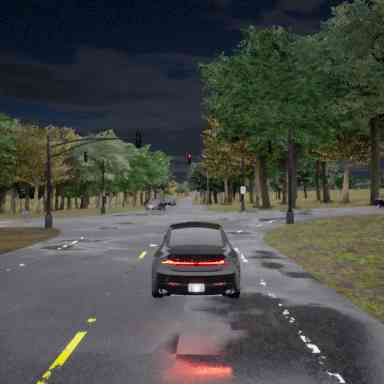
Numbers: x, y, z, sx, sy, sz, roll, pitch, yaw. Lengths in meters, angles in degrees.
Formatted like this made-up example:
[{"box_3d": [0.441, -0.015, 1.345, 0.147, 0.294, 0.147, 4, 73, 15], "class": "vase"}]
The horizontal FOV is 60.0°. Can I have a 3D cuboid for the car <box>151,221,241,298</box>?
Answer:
[{"box_3d": [0.084, 1.508, 8.517, 1.837, 1.490, 4.892, 0, 0, 0], "class": "car"}]

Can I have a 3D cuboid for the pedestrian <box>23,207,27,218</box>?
[{"box_3d": [-18.108, 2.202, 36.112, 0.375, 1.300, 0.375, 0, 1, 2], "class": "pedestrian"}]

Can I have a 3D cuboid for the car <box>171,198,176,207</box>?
[{"box_3d": [-4.440, 2.225, 62.639, 1.895, 1.301, 4.718, 0, -1, -1], "class": "car"}]

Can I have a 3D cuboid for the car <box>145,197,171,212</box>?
[{"box_3d": [-4.713, 1.781, 43.579, 2.128, 1.511, 4.902, 0, -1, 9], "class": "car"}]

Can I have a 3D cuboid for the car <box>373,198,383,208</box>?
[{"box_3d": [19.525, 0.784, 30.819, 4.718, 1.301, 1.895, -2, -1, 2], "class": "car"}]

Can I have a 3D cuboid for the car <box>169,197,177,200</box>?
[{"box_3d": [-4.665, 2.106, 74.862, 2.150, 2.045, 5.566, 0, -1, -1], "class": "car"}]
